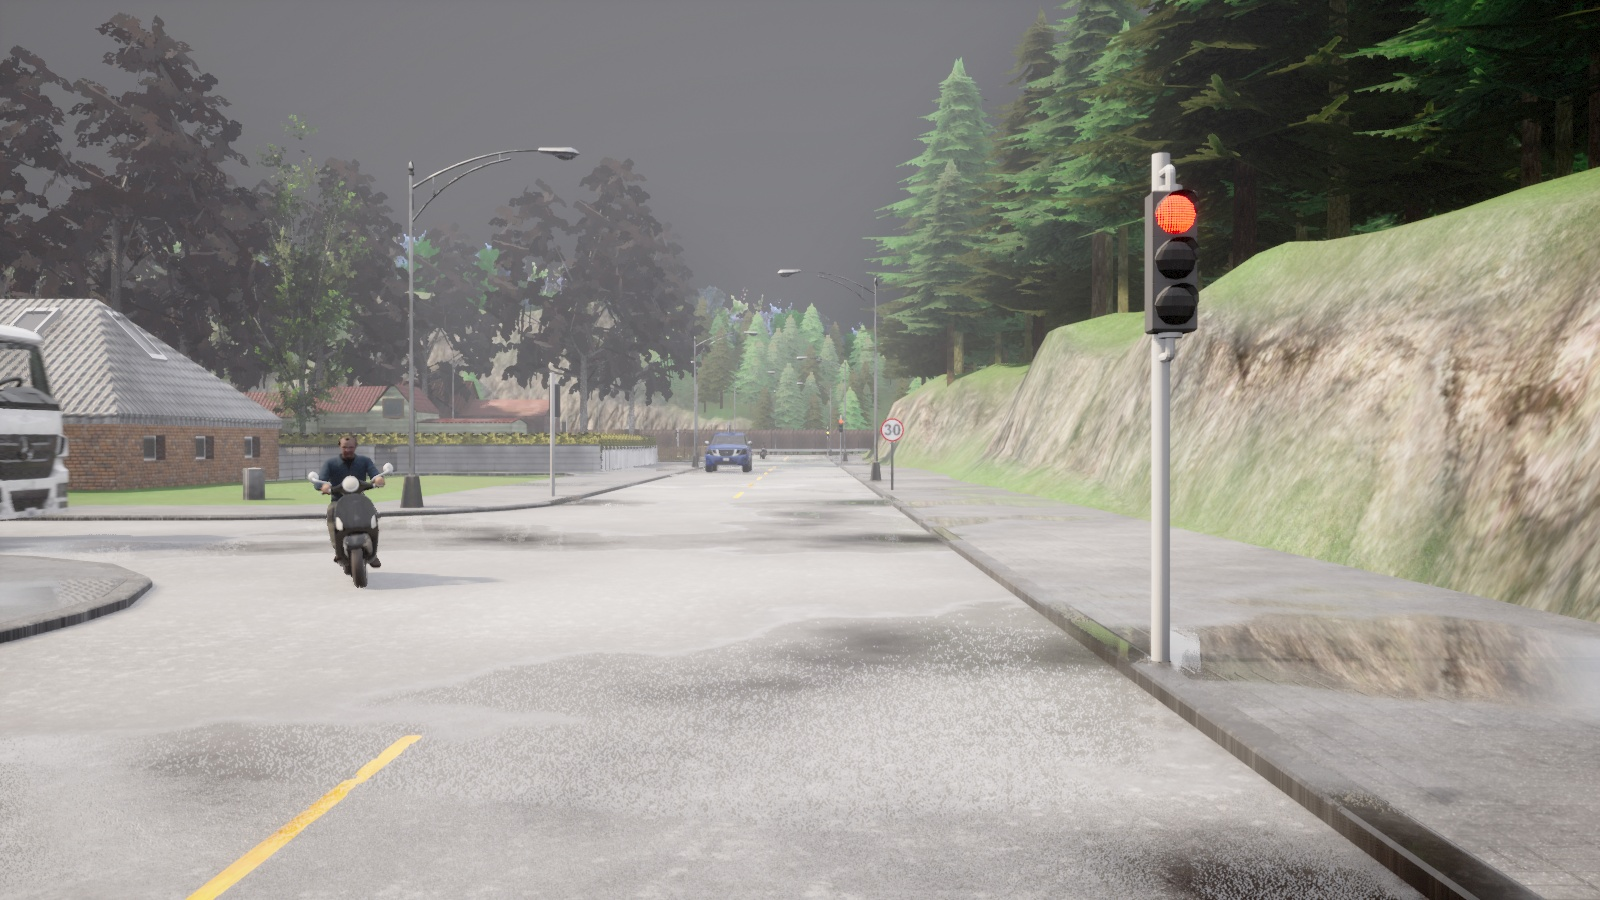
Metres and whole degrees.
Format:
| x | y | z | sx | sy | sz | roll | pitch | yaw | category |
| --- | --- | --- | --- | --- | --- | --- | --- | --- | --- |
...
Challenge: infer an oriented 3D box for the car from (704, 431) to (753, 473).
| x | y | z | sx | sy | sz | roll | pitch | yaw | category |
| --- | --- | --- | --- | --- | --- | --- | --- | --- | --- |
| -3.622 | 0.099 | 64.393 | 2.150 | 2.045 | 5.566 | 0 | 0 | 0 | car |

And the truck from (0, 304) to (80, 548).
| x | y | z | sx | sy | sz | roll | pitch | yaw | category |
| --- | --- | --- | --- | --- | --- | --- | --- | --- | --- |
| -15.452 | -0.352 | 18.467 | 7.936 | 3.462 | 2.891 | 0 | 0 | -7 | truck |

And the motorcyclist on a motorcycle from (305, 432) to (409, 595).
| x | y | z | sx | sy | sz | roll | pitch | yaw | category |
| --- | --- | --- | --- | --- | --- | --- | --- | --- | --- |
| -4.774 | 0.620 | 13.458 | 0.866 | 1.590 | 1.817 | -3 | 1 | -23 | motorcyclist on a motorcycle |
